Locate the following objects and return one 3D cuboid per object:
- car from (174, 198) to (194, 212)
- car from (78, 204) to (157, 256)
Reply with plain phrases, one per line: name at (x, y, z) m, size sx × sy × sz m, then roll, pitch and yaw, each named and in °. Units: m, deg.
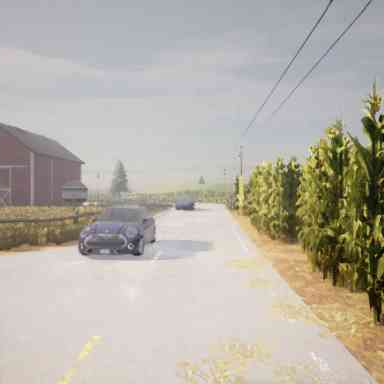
car at (-0.848, 1.487, 39.388) m, size 1.882 × 1.535 × 5.008 m, roll -1°, pitch 0°, yaw 7°
car at (-2.701, 1.345, 13.024) m, size 2.097 × 1.767 × 4.553 m, roll 0°, pitch 0°, yaw 3°
